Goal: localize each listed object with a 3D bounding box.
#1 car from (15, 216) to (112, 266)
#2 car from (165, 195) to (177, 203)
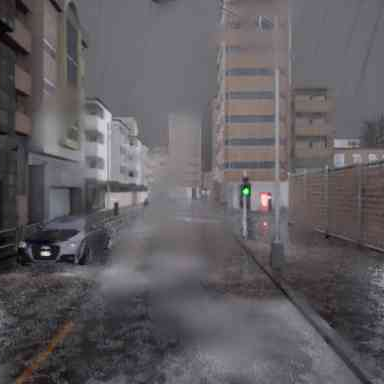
[{"bbox_3d":[-4.076,1.526,11.262,1.994,1.385,4.181,0,0,0],"label":"car"},{"bbox_3d":[-4.020,1.300,63.412,1.837,1.490,4.892,0,0,1],"label":"car"}]
